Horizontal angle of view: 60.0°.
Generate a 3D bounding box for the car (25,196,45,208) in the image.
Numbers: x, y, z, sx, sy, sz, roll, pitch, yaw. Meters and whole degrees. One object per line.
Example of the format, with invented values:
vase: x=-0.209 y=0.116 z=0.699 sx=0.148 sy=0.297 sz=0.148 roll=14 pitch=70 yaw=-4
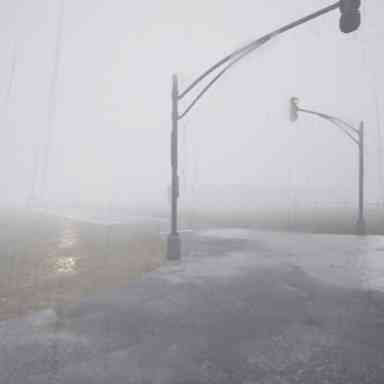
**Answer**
car: x=-24.596 y=1.494 z=52.110 sx=2.097 sy=1.767 sz=4.553 roll=1 pitch=0 yaw=-36
